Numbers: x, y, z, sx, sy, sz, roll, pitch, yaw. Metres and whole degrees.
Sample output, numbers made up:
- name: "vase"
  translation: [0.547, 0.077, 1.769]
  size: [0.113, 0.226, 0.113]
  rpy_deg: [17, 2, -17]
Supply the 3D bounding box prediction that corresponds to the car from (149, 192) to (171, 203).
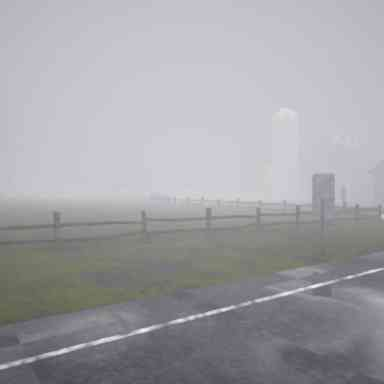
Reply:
- name: "car"
  translation: [-6.290, 0.986, 64.880]
  size: [2.150, 2.045, 5.566]
  rpy_deg: [0, 0, -36]
